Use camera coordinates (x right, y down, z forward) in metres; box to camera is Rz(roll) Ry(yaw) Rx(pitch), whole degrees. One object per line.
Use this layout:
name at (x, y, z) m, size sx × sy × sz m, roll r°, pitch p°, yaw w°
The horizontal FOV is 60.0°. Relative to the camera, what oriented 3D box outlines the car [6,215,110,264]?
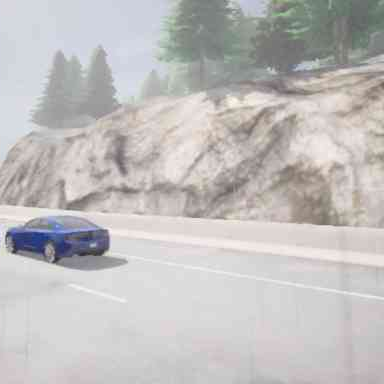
car at (-5.158, 1.587, 12.489) m, size 5.008 × 1.535 × 1.882 m, roll 0°, pitch 0°, yaw 39°
